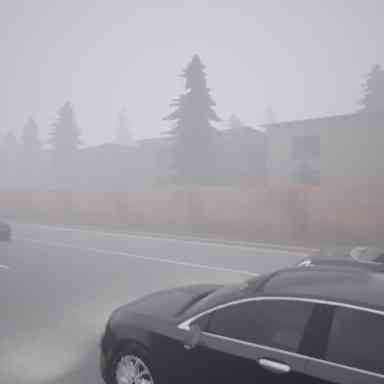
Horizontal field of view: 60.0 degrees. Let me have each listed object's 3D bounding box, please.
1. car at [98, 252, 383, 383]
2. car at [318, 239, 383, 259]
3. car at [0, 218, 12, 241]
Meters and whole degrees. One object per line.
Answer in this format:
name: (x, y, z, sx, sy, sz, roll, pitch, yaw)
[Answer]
car: (1.154, 1.506, 3.169, 4.892, 1.490, 1.837, 0, 0, 35)
car: (3.920, 1.352, 5.494, 4.553, 1.767, 2.097, 0, 0, 36)
car: (-10.351, 1.588, 15.673, 4.181, 1.385, 1.994, 0, 0, 35)
